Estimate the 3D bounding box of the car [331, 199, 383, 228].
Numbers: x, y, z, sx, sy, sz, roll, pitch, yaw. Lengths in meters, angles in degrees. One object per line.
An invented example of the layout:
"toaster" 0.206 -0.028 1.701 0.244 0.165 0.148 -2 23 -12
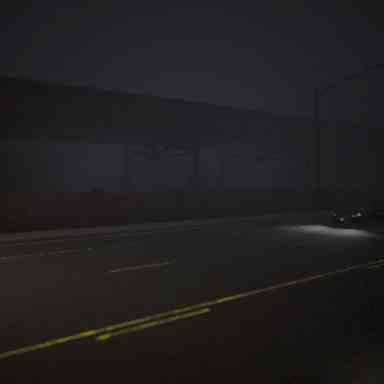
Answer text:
"car" 9.916 1.156 18.977 4.674 1.442 1.812 -1 1 -33
